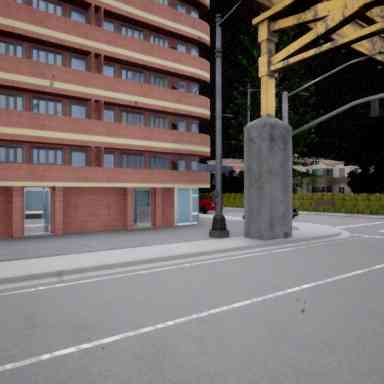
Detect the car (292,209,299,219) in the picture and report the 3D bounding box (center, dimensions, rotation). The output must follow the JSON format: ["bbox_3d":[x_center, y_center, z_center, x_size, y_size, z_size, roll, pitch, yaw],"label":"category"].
[{"bbox_3d":[6.748,1.616,28.496,1.895,1.301,4.718,0,0,-35],"label":"car"}]

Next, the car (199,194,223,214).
[{"bbox_3d":[1.025,1.258,36.568,2.150,2.045,5.566,0,0,-35],"label":"car"}]
